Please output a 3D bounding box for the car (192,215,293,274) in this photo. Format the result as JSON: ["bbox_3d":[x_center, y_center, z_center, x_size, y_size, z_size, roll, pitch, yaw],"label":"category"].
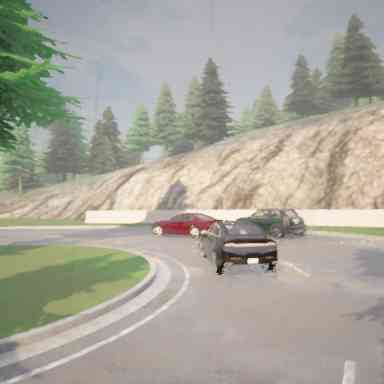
[{"bbox_3d":[1.425,1.759,11.631,2.128,1.511,4.902,0,-1,-6],"label":"car"}]

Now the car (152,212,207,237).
[{"bbox_3d":[-0.328,1.998,20.580,5.008,1.535,1.882,-2,-3,40],"label":"car"}]

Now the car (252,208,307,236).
[{"bbox_3d":[4.605,1.770,20.363,2.097,1.767,4.553,0,-2,-36],"label":"car"}]
